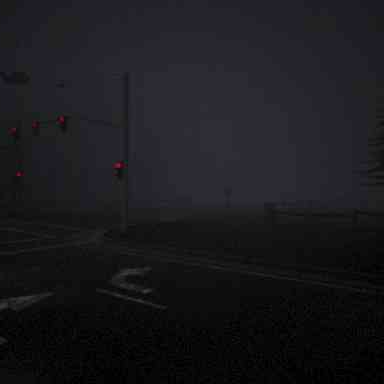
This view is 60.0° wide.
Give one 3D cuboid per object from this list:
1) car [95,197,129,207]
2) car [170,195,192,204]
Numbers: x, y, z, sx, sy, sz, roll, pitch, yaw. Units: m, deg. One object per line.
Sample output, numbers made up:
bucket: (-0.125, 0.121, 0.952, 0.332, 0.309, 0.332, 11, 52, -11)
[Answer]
car: (-11.126, 1.422, 46.676, 1.895, 1.301, 4.718, 0, 0, 35)
car: (-1.937, 1.311, 59.835, 2.128, 1.511, 4.902, 0, 0, 35)
